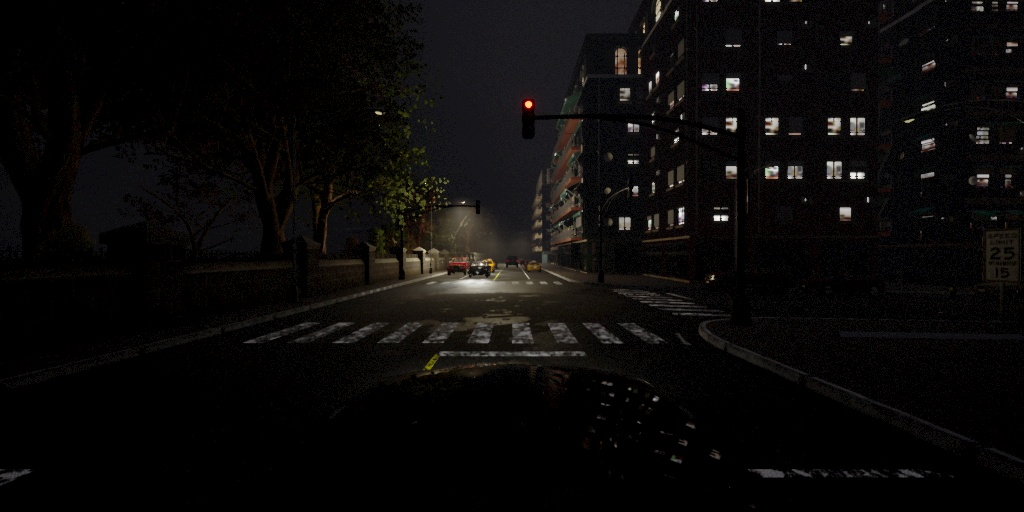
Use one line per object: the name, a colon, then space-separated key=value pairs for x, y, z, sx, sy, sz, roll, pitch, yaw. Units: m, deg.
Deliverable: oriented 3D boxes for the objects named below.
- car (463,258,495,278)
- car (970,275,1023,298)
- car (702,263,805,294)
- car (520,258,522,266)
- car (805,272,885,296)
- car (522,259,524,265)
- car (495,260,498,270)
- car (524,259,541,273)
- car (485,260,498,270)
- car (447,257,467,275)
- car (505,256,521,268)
car: x=-3.074 y=1.245 z=34.718 sx=2.128 sy=1.511 sz=4.902 roll=0 pitch=0 yaw=0
car: x=31.523 y=1.857 z=22.233 sx=4.829 sy=1.417 sz=1.751 roll=0 pitch=0 yaw=0
car: x=14.607 y=1.338 z=22.186 sx=5.009 sy=1.841 sz=2.192 roll=0 pitch=0 yaw=0
car: x=2.711 y=1.316 z=55.382 sx=2.007 sy=1.370 sz=4.403 roll=0 pitch=0 yaw=0
car: x=20.302 y=1.671 z=22.202 sx=4.507 sy=1.381 sz=1.888 roll=0 pitch=0 yaw=0
car: x=2.709 y=1.306 z=49.846 sx=1.888 sy=1.381 sz=4.507 roll=0 pitch=0 yaw=0
car: x=-3.074 y=1.235 z=44.219 sx=1.882 sy=1.535 sz=5.008 roll=0 pitch=0 yaw=0
car: x=2.707 y=1.283 z=44.481 sx=1.751 sy=1.417 sz=4.829 roll=0 pitch=0 yaw=0
car: x=-3.068 y=1.290 z=54.398 sx=1.812 sy=1.442 sz=4.674 roll=0 pitch=0 yaw=0
car: x=-5.675 y=1.069 z=38.778 sx=2.192 sy=1.841 sz=5.009 roll=0 pitch=0 yaw=0
car: x=0.025 y=0.993 z=63.707 sx=2.150 sy=2.045 sz=5.566 roll=0 pitch=0 yaw=0
